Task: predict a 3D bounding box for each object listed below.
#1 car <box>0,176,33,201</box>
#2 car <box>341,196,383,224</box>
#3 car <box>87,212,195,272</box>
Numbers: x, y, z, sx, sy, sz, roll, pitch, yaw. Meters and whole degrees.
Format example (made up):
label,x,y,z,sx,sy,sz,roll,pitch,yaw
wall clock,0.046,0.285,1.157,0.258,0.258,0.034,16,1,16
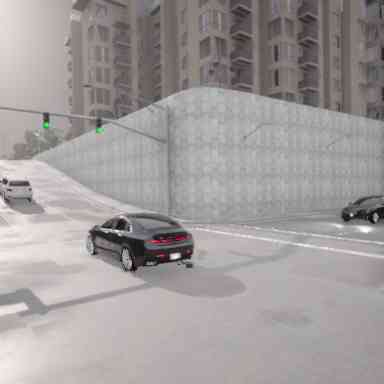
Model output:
label,x,y,z,sx,sy,sz,roll,pitch,yaw
car,-16.172,-0.430,30.481,2.150,2.045,5.566,-2,10,-36
car,11.126,1.029,20.524,4.892,1.490,1.837,-2,1,-36
car,-1.844,1.418,10.601,1.837,1.490,4.892,-2,1,-36
